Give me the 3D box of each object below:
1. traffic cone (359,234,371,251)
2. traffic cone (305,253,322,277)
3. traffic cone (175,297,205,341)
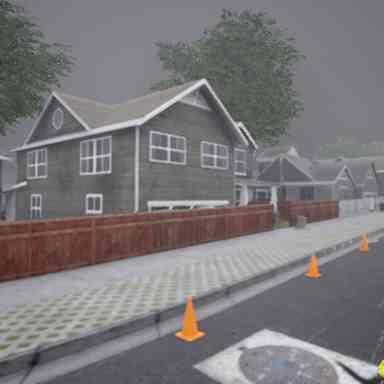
[{"bbox_3d":[6.525,1.880,12.559,0.340,0.580,0.340,0,0,41],"label":"traffic cone"},{"bbox_3d":[3.217,1.906,8.809,0.340,0.580,0.340,0,0,41],"label":"traffic cone"},{"bbox_3d":[-0.028,1.944,5.204,0.340,0.580,0.340,0,0,45],"label":"traffic cone"}]
